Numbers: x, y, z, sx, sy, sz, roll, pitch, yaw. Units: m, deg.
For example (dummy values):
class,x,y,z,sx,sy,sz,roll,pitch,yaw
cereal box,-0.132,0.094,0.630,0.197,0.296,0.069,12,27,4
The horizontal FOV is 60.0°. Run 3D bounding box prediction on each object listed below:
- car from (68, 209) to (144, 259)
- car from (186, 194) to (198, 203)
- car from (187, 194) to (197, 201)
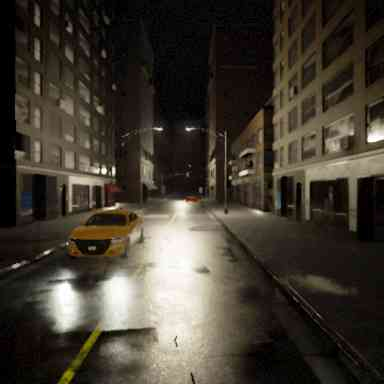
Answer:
class,x,y,z,sx,sy,sz,roll,pitch,yaw
car,-3.006,1.415,12.508,1.882,1.535,5.008,0,0,0
car,-0.026,1.059,59.673,2.097,1.767,4.553,0,0,0
car,-0.031,1.117,69.774,1.882,1.535,5.008,0,0,0
